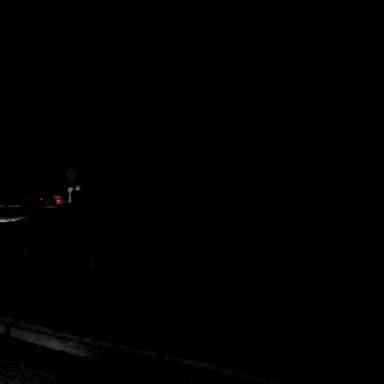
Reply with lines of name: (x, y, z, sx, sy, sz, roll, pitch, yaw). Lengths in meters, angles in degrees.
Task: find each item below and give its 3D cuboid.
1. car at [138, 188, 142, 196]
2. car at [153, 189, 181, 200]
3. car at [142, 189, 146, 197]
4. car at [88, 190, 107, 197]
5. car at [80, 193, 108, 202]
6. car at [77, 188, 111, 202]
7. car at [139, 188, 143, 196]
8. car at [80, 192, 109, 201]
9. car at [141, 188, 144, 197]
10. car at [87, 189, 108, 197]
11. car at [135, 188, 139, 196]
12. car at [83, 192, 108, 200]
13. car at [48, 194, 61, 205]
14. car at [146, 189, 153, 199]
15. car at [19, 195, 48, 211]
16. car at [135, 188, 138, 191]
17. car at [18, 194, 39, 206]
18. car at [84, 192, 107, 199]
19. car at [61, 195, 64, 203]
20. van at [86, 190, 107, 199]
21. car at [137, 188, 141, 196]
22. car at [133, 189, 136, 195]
car: (-9.554, 0.546, 78.822, 4.792, 1.488, 2.163, -1, 1, -15)
car: (-3.815, 0.632, 56.964, 4.553, 1.767, 2.185, -1, 2, -15)
car: (-7.402, 0.616, 70.628, 4.892, 1.521, 2.231, -1, 1, -15)
car: (-24.591, 0.455, 86.431, 4.553, 1.767, 2.185, -1, 1, -15)
car: (-17.338, 0.943, 59.123, 4.674, 1.452, 2.002, -1, 1, -15)
car: (-16.638, 0.681, 56.383, 5.566, 2.045, 2.435, -1, 1, -15)
car: (-8.859, 0.549, 76.084, 5.008, 1.535, 2.097, -1, 1, -15)
car: (-18.070, 0.873, 61.853, 5.008, 1.535, 2.097, -1, 1, -15)
car: (-8.132, 0.582, 73.356, 5.008, 1.535, 2.097, -1, 1, -15)
car: (-26.052, 0.264, 91.888, 5.566, 2.045, 2.435, -1, 1, -15)
car: (-11.075, 0.450, 84.389, 5.008, 1.535, 2.097, -1, 1, -15)
car: (-19.523, 0.850, 67.314, 4.674, 1.452, 2.002, -1, 1, -15)
car: (-21.273, 1.183, 49.086, 2.128, 1.511, 4.902, -1, 1, -14)
car: (-5.273, 0.455, 62.555, 5.566, 2.045, 2.435, -1, 1, -15)
car: (-18.598, 1.280, 38.883, 1.882, 1.535, 5.008, -1, 1, -14)
car: (-11.770, 0.291, 87.124, 4.553, 1.767, 2.185, -1, 1, -15)
car: (-25.203, 1.184, 51.307, 1.882, 1.535, 5.008, -1, 1, -14)
car: (-21.006, 0.775, 72.767, 4.792, 1.488, 2.163, -1, 1, -15)
car: (-23.642, 1.053, 58.345, 1.882, 1.535, 5.008, -1, 1, -14)
van: (-21.596, 0.485, 75.531, 4.442, 1.987, 1.878, -1, 1, -15)
car: (-10.338, 0.482, 81.663, 5.008, 1.535, 2.097, -1, 1, -15)
car: (-12.521, 0.384, 89.847, 5.008, 1.535, 2.097, -1, 1, -15)
